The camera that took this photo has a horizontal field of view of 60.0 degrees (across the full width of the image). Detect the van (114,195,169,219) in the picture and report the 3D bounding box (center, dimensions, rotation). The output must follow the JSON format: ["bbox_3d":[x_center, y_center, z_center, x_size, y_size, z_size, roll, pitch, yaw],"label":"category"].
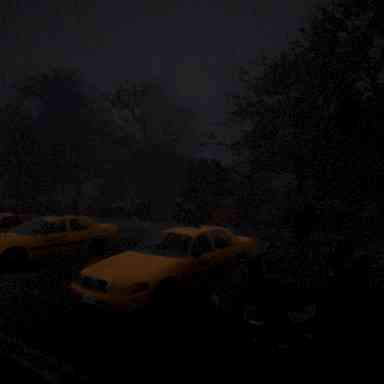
[{"bbox_3d":[-3.688,1.249,26.723,1.878,1.987,4.442,0,0,36],"label":"van"}]

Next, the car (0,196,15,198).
[{"bbox_3d":[-19.351,1.529,38.183,2.097,1.535,5.008,0,0,36],"label":"car"}]

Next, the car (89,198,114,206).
[{"bbox_3d":[-5.878,1.480,28.448,2.097,1.535,5.008,0,0,36],"label":"car"}]

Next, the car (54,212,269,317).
[{"bbox_3d":[-0.225,1.519,7.977,1.946,1.575,5.366,0,0,36],"label":"car"}]

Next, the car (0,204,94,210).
[{"bbox_3d":[-6.753,1.480,13.158,1.946,1.575,5.366,0,0,36],"label":"car"}]

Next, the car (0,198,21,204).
[{"bbox_3d":[-11.337,1.355,16.285,2.185,1.767,4.553,0,0,36],"label":"car"}]

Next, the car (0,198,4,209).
[{"bbox_3d":[-28.328,1.562,44.678,2.097,1.535,5.008,0,0,36],"label":"car"}]

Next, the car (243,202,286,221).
[{"bbox_3d":[5.316,1.531,20.306,2.163,1.488,4.792,0,0,36],"label":"car"}]

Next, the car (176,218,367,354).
[{"bbox_3d":[2.136,1.539,6.505,2.231,1.521,4.892,0,0,36],"label":"car"}]

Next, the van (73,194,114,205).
[{"bbox_3d":[-8.058,1.263,30.162,1.878,1.987,4.442,0,0,36],"label":"van"}]

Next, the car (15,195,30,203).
[{"bbox_3d":[-14.875,1.262,34.916,2.435,2.045,5.566,0,0,36],"label":"car"}]

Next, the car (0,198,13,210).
[{"bbox_3d":[-26.081,1.594,43.056,2.002,1.452,4.674,0,0,36],"label":"car"}]

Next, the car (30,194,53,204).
[{"bbox_3d":[-12.631,1.254,33.292,2.435,2.045,5.566,0,0,36],"label":"car"}]

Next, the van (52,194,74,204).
[{"bbox_3d":[-10.439,1.271,31.597,1.878,1.987,4.442,0,0,36],"label":"van"}]

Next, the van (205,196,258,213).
[{"bbox_3d":[3.058,1.261,22.120,1.878,1.987,4.442,0,0,36],"label":"van"}]

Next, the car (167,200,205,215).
[{"bbox_3d":[0.760,1.507,23.674,2.163,1.488,4.792,0,0,36],"label":"car"}]

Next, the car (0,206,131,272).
[{"bbox_3d":[-4.821,1.489,11.303,1.946,1.575,5.366,0,0,36],"label":"car"}]

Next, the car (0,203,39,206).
[{"bbox_3d":[-9.107,1.480,14.626,2.231,1.521,4.892,0,0,36],"label":"car"}]

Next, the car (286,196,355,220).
[{"bbox_3d":[7.595,1.266,18.728,2.435,2.045,5.566,0,0,36],"label":"car"}]

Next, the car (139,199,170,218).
[{"bbox_3d":[-1.378,1.503,25.221,2.163,1.488,4.792,0,0,36],"label":"car"}]
